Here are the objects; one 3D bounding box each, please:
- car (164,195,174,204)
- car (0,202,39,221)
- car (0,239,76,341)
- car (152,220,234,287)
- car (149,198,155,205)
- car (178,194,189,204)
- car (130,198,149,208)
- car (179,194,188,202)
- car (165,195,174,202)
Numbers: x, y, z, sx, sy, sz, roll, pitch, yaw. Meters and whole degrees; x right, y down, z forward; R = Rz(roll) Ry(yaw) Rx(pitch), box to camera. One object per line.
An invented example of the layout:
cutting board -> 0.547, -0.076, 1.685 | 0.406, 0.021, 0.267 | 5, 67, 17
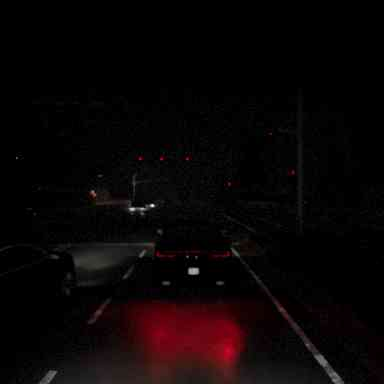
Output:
car -> -5.456, 1.879, 75.621 | 2.033, 1.411, 5.357 | 0, 0, -2
car -> -15.562, 1.622, 28.253 | 4.902, 1.511, 2.128 | 0, -1, 9
car -> -3.470, 1.517, 5.468 | 2.128, 1.511, 4.902 | 0, 0, 0
car -> -0.003, 1.521, 9.461 | 1.882, 1.535, 5.008 | 0, 0, -1
car -> -8.775, 1.910, 68.697 | 1.895, 1.301, 4.718 | 0, 0, -2
car -> -1.959, 1.566, 75.775 | 2.150, 2.045, 5.566 | 0, 0, -2
car -> -8.414, 1.766, 52.323 | 1.812, 1.442, 4.674 | 0, 0, -1
car -> -2.237, 1.535, 86.378 | 2.150, 2.045, 5.566 | 0, 0, -2
car -> -5.735, 1.665, 86.227 | 2.097, 1.767, 4.553 | 0, 0, -2
